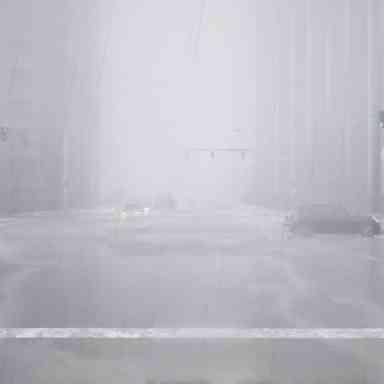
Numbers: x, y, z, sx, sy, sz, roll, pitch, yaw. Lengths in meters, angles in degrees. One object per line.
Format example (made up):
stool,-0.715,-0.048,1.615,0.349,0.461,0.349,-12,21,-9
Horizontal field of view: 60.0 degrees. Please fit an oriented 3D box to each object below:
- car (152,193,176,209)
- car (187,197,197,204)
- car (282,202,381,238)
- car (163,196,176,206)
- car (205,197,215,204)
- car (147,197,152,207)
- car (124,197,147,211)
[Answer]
car,-3.644,1.221,44.346,2.150,2.045,5.566,0,0,0
car,-0.067,1.601,65.539,1.895,1.301,4.718,0,0,0
car,7.064,1.352,17.013,4.553,1.767,2.097,0,0,-1
car,-3.636,1.477,54.342,1.882,1.535,5.008,0,0,0
car,3.433,1.601,65.003,1.895,1.301,4.718,0,0,0
car,-7.139,1.491,50.739,2.128,1.511,4.902,0,0,0
car,-7.141,1.477,41.252,1.882,1.535,5.008,0,0,0
